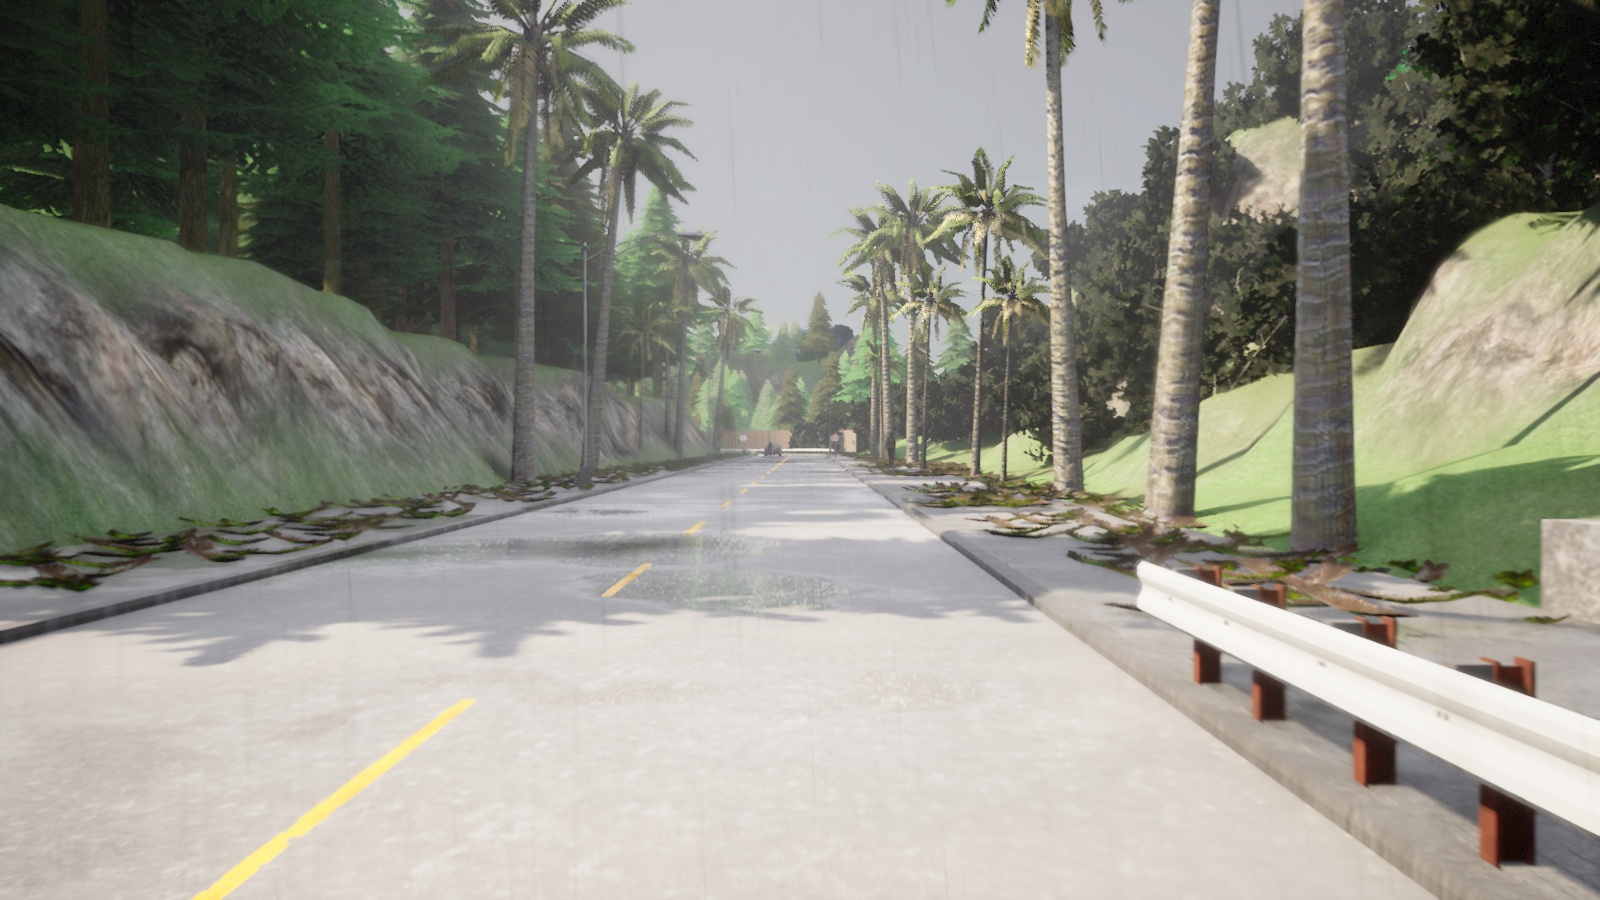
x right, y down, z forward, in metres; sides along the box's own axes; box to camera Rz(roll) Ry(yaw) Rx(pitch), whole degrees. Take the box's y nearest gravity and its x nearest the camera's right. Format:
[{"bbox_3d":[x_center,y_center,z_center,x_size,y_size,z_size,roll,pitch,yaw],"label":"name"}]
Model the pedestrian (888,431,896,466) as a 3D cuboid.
[{"bbox_3d":[4.707,-0.074,64.308,0.328,1.805,0.869,0,0,1],"label":"pedestrian"}]
